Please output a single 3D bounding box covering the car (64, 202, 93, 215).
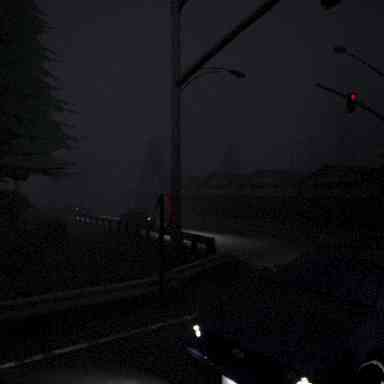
[{"bbox_3d":[-12.485,1.810,36.515,1.895,1.301,4.718,0,0,-34],"label":"car"}]

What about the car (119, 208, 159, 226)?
[{"bbox_3d":[-3.377,1.810,23.470,1.895,1.301,4.718,0,0,-35],"label":"car"}]

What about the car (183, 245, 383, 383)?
[{"bbox_3d":[2.453,1.577,4.983,5.357,1.411,2.033,1,0,-40],"label":"car"}]
